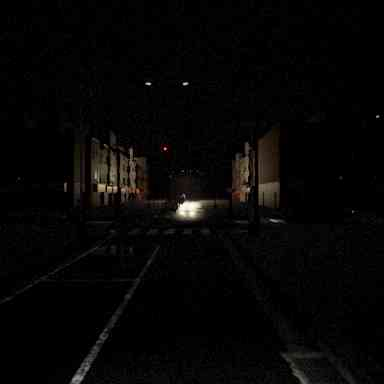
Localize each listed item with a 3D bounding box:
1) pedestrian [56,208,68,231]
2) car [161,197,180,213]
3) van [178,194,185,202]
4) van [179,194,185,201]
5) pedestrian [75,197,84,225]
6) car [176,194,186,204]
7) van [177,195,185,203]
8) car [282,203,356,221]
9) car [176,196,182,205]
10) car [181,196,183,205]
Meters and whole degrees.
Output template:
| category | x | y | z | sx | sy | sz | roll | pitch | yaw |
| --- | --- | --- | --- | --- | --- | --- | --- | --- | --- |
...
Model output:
| category | x | y | z | sx | sy | sz | roll | pitch | yaw |
| --- | --- | --- | --- | --- | --- | --- | --- | --- | --- |
| pedestrian | -6.892 | 1.426 | 17.734 | 0.375 | 1.300 | 0.375 | 0 | 0 | 0 |
| car | -2.635 | 1.570 | 38.423 | 1.752 | 1.417 | 4.829 | 0 | 0 | 0 |
| van | -2.638 | 1.527 | 83.436 | 1.690 | 1.788 | 3.998 | 0 | 0 | 0 |
| van | -2.638 | 1.550 | 89.042 | 1.690 | 1.788 | 3.998 | 0 | 0 | 0 |
| pedestrian | -5.807 | 1.153 | 17.132 | 0.375 | 1.860 | 0.375 | 0 | 0 | 0 |
| car | -2.637 | 1.546 | 61.014 | 1.967 | 1.590 | 4.097 | 0 | 0 | 0 |
| van | -2.637 | 1.506 | 77.831 | 1.690 | 1.788 | 3.998 | 0 | 0 | 0 |
| car | 9.982 | 1.557 | 26.411 | 5.357 | 1.411 | 2.033 | 0 | 0 | 0 |
| car | -2.635 | 1.603 | 44.197 | 1.887 | 1.381 | 4.507 | 0 | 0 | 0 |
| car | -2.636 | 1.654 | 49.803 | 1.802 | 1.307 | 4.206 | 0 | 0 | 0 |
